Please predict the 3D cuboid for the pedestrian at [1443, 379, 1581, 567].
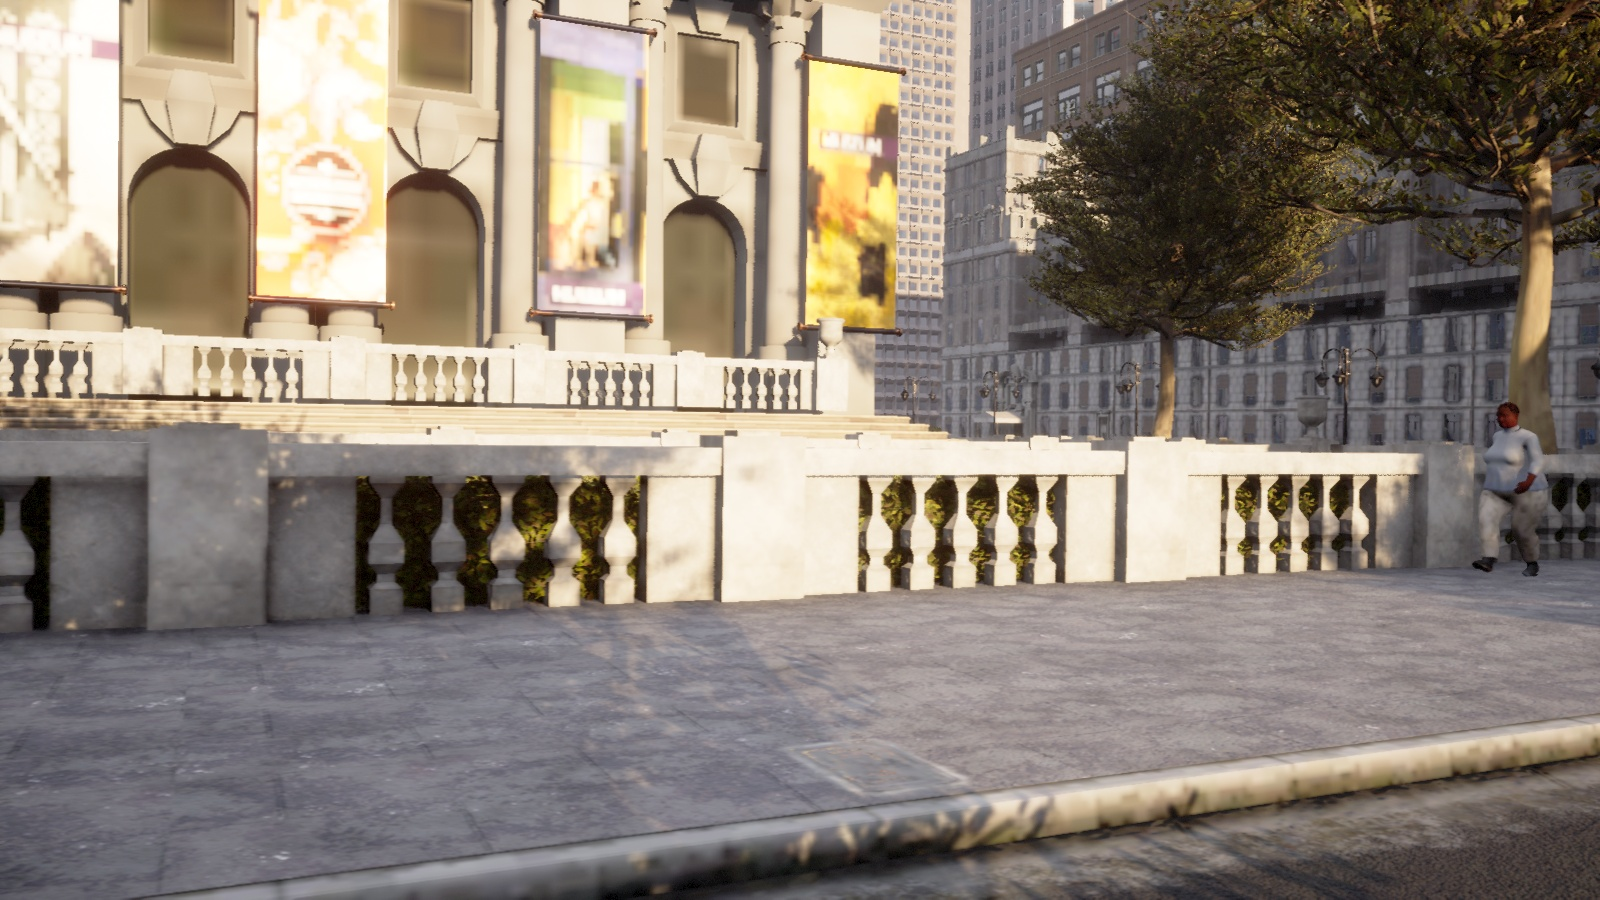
[{"bbox_3d":[7.341,0.216,12.963,0.900,1.855,0.874,-1,1,-25],"label":"pedestrian"}]
